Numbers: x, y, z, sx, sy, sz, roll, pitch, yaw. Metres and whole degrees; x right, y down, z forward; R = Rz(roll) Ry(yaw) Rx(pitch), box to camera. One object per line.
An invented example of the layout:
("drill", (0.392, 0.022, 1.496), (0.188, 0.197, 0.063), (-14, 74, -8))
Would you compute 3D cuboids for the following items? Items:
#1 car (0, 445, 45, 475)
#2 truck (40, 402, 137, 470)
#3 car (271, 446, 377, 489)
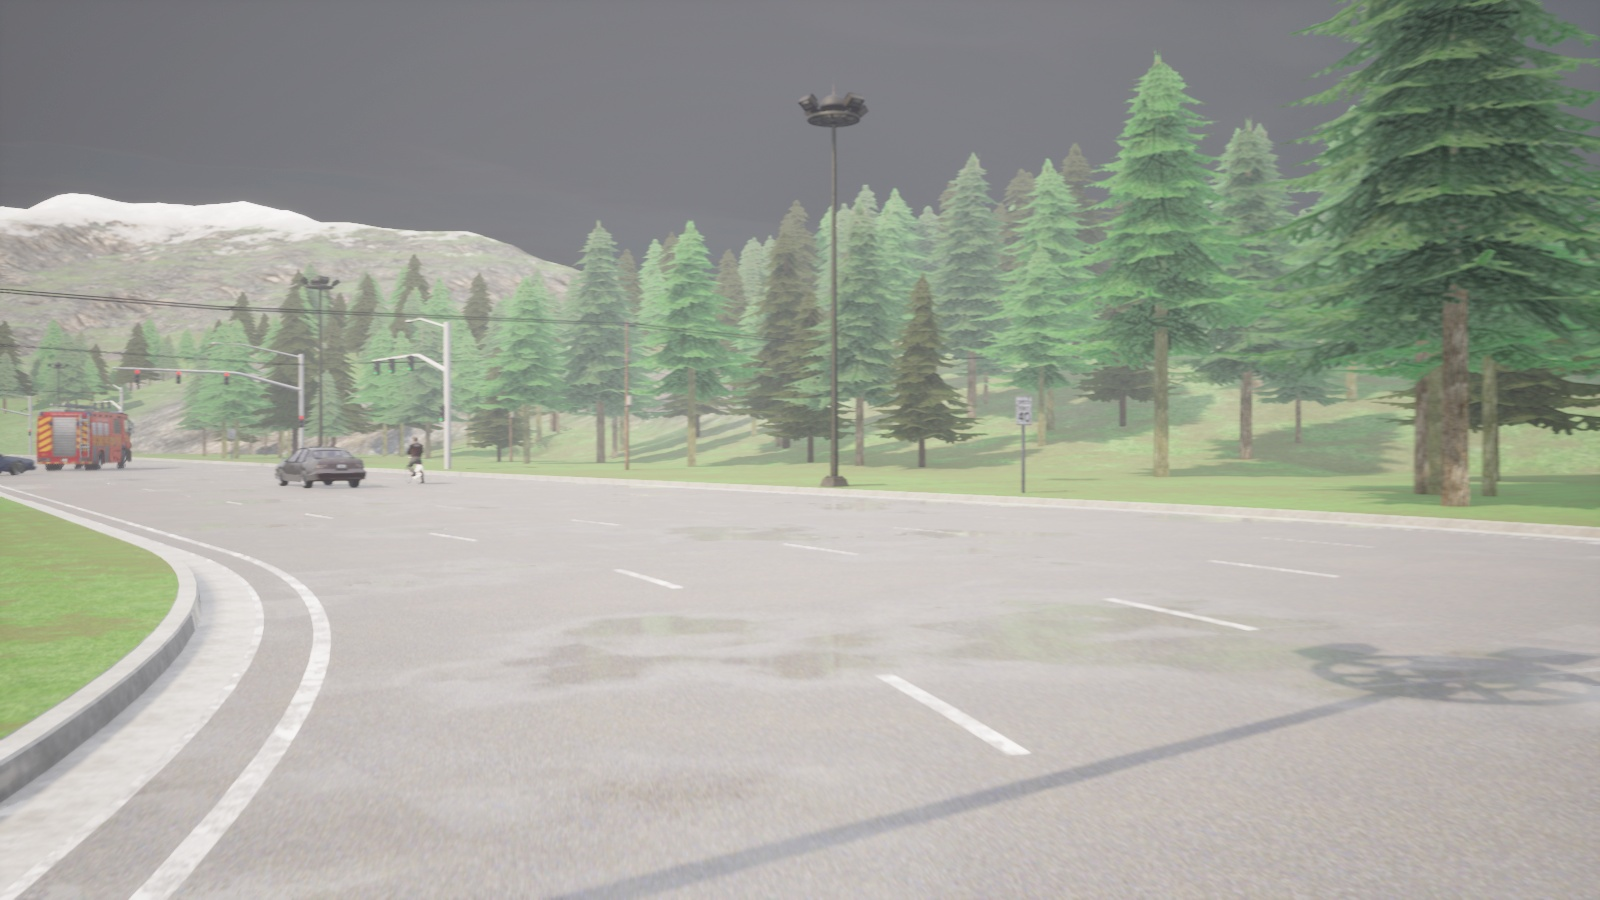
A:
("car", (-39.119, 0.474, 59.632), (2.033, 1.411, 5.357), (0, 0, 26))
("truck", (-42.453, -0.826, 75.258), (2.891, 3.827, 8.468), (0, 0, -14))
("car", (-16.636, 0.554, 43.714), (2.033, 1.411, 5.357), (0, 0, -37))
